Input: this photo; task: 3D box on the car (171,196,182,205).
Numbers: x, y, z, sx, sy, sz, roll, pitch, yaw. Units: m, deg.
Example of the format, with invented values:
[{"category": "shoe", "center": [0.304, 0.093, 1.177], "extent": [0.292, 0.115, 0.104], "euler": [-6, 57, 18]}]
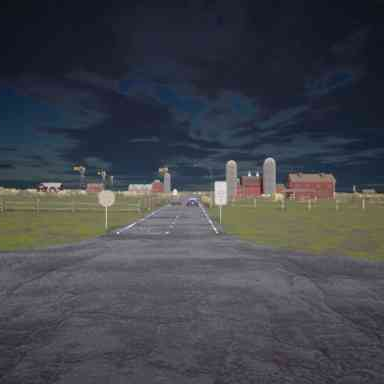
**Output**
[{"category": "car", "center": [-2.677, 1.535, 58.428], "extent": [1.837, 1.490, 4.892], "euler": [0, 0, 0]}]

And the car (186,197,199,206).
[{"category": "car", "center": [0.069, 1.552, 53.389], "extent": [1.812, 1.442, 4.674], "euler": [0, 0, 0]}]
